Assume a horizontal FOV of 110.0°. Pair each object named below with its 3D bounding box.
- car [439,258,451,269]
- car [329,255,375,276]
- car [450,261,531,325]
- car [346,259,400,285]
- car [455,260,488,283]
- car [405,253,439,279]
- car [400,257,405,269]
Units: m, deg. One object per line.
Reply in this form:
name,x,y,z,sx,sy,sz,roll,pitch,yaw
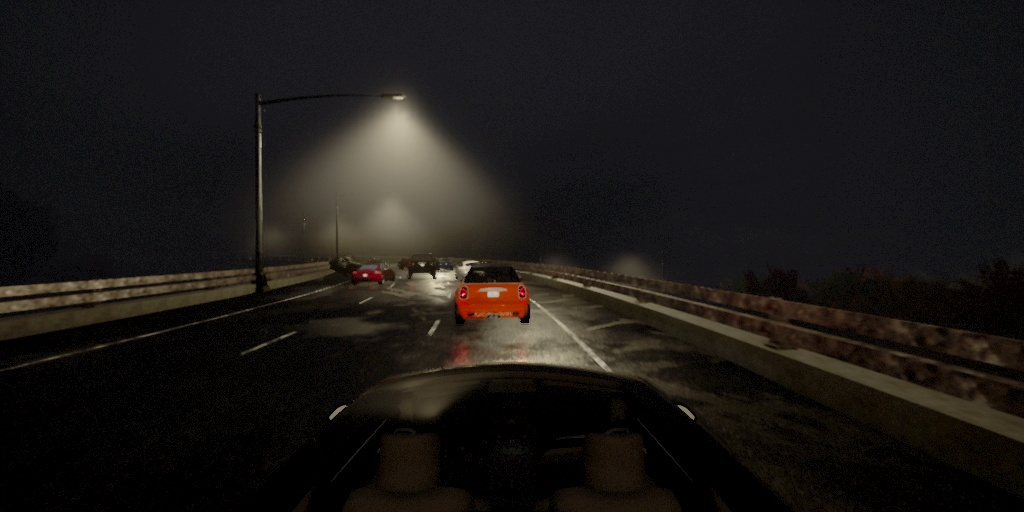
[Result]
car,-8.456,0.969,43.412,2.033,1.411,5.357,0,1,-22
car,-12.068,1.148,28.863,4.902,1.511,2.128,16,1,-15
car,-0.708,1.020,11.666,2.097,1.767,4.553,0,1,-6
car,-9.314,1.152,24.403,1.994,1.385,4.181,0,0,-4
car,-3.091,1.072,26.627,1.812,1.442,4.674,0,1,-14
car,-7.591,0.757,30.115,2.150,2.045,5.566,0,1,-15
car,-13.544,0.892,46.319,1.882,1.535,5.008,0,1,-24
